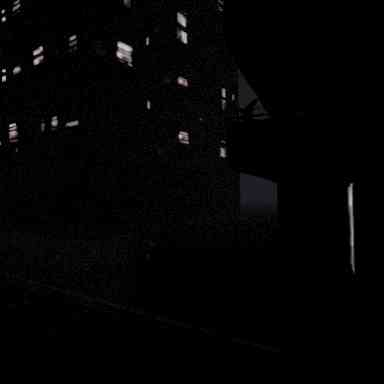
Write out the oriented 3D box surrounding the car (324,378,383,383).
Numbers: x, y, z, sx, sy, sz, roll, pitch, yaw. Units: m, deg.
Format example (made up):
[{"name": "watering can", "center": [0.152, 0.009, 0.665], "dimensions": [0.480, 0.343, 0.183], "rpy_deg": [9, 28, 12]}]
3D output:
[{"name": "car", "center": [2.569, 1.518, 1.055], "dimensions": [4.829, 1.417, 1.752], "rpy_deg": [0, -1, 36]}]
